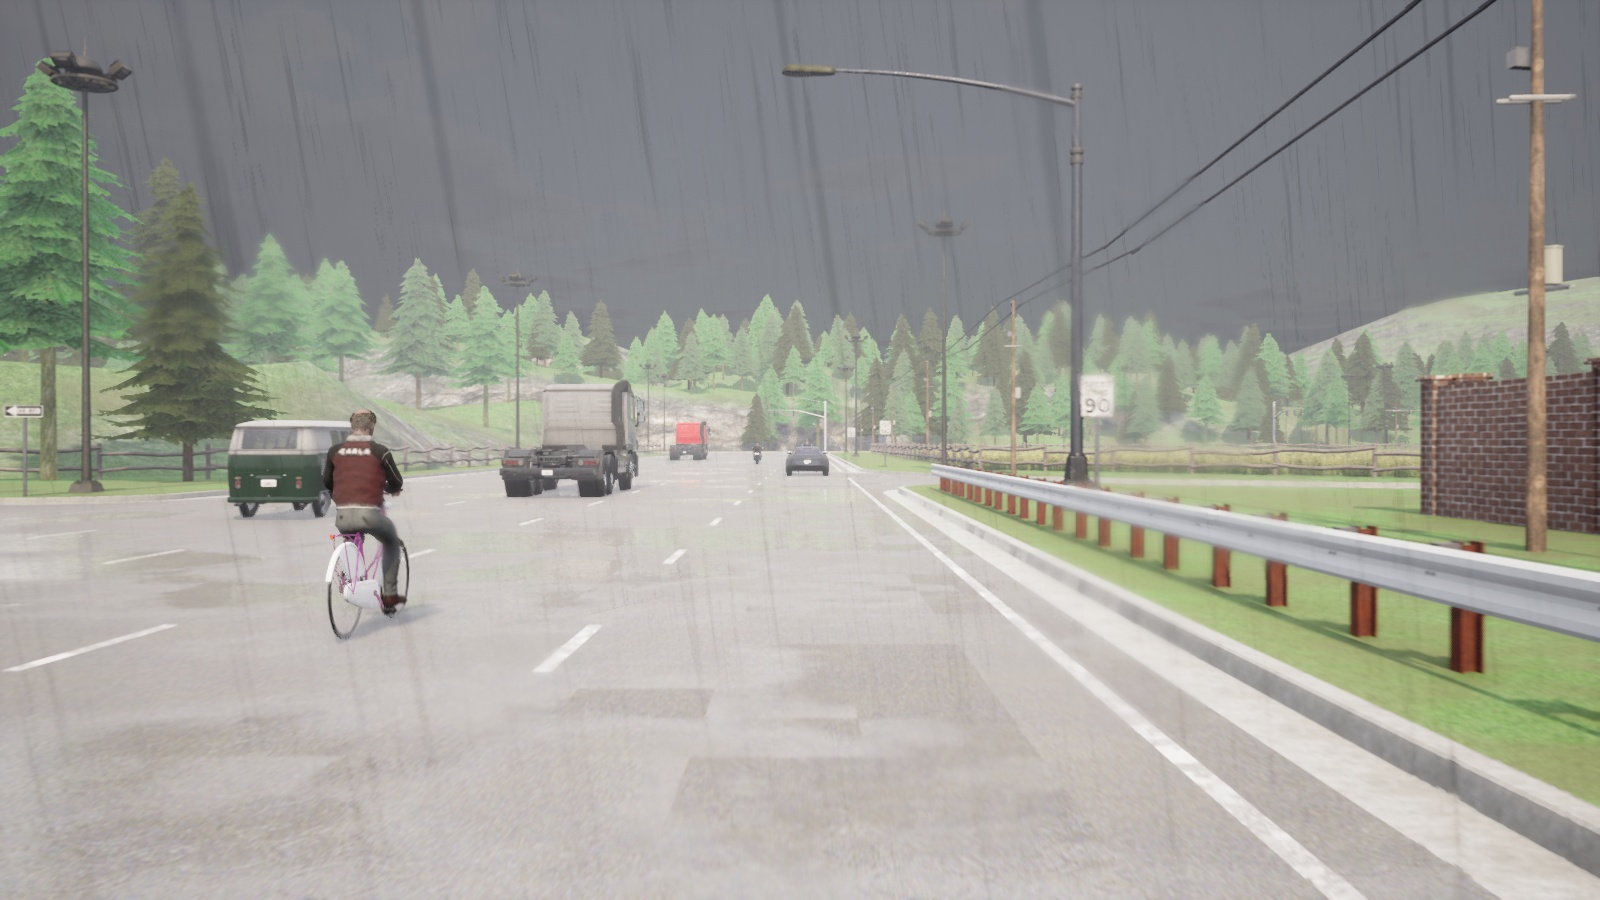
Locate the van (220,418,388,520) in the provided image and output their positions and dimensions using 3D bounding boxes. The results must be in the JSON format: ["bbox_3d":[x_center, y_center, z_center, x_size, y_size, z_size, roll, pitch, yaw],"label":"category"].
[{"bbox_3d":[-10.335,0.343,26.560,1.775,1.987,4.442,0,1,0],"label":"van"}]

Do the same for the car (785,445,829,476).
[{"bbox_3d":[0.349,0.477,59.175,1.994,1.385,4.181,0,0,0],"label":"car"}]

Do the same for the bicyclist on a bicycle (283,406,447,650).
[{"bbox_3d":[-3.428,0.558,10.064,0.659,1.776,1.843,0,1,0],"label":"bicyclist on a bicycle"}]

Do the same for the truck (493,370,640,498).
[{"bbox_3d":[-6.771,-0.453,37.718,2.891,3.462,7.936,0,0,0],"label":"truck"}]
